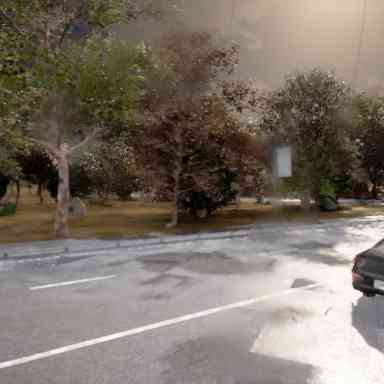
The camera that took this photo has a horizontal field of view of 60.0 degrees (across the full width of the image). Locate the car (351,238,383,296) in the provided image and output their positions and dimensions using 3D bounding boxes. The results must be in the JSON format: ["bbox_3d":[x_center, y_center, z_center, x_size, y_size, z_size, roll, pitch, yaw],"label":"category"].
[{"bbox_3d":[5.344,1.503,7.217,4.674,1.442,1.812,0,0,-33],"label":"car"}]
